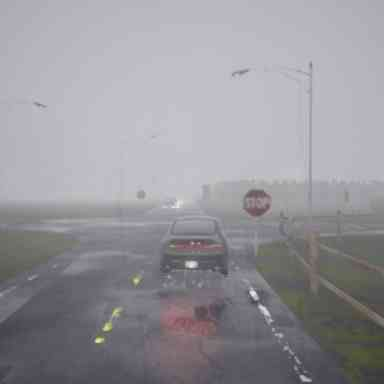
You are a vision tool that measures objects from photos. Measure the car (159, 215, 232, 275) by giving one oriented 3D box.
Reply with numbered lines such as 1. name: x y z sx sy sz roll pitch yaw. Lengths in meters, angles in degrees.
1. car: 0.193 1.490 10.418 1.837 1.490 4.892 0 0 5

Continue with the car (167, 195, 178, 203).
1. car: -3.955 1.408 68.271 2.033 1.411 5.357 0 0 -2

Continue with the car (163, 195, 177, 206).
1. car: -3.561 1.451 52.641 2.033 1.411 5.357 0 0 -1
